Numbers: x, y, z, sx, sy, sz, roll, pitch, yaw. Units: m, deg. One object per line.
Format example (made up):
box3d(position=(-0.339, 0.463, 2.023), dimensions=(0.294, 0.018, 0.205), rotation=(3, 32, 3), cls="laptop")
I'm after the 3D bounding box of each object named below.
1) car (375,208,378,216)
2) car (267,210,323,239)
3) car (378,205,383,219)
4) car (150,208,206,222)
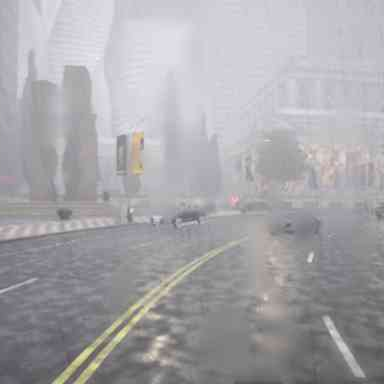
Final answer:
box3d(position=(19.181, 1.817, 31.028), dimensions=(4.902, 1.511, 2.128), rotation=(0, 0, -31), cls="car")
box3d(position=(5.817, 1.712, 18.461), dimensions=(2.033, 1.411, 5.357), rotation=(0, -1, 32), cls="car")
box3d(position=(16.535, 1.817, 25.260), dimensions=(5.357, 1.411, 2.033), rotation=(1, -1, -38), cls="car")
box3d(position=(-0.784, 1.395, 21.463), dimensions=(2.128, 1.511, 4.902), rotation=(0, 0, 31), cls="car")
